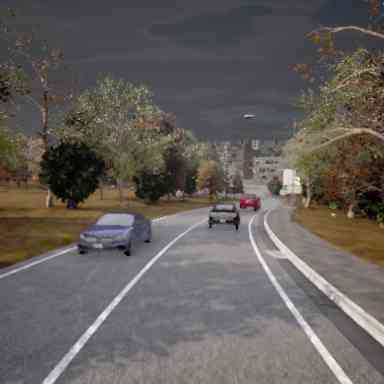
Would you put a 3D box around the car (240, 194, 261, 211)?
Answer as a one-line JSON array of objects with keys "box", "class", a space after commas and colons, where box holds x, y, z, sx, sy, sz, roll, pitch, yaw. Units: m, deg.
[{"box": [7.355, 1.227, 42.043, 2.150, 2.045, 5.566, 2, 0, 17], "class": "car"}]

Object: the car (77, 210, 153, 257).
[{"box": [-2.757, 1.466, 12.980, 1.812, 1.442, 4.674, 1, 0, 6], "class": "car"}]

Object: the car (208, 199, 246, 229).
[{"box": [2.216, 1.470, 21.701, 2.128, 1.511, 4.902, 1, 0, 10], "class": "car"}]
